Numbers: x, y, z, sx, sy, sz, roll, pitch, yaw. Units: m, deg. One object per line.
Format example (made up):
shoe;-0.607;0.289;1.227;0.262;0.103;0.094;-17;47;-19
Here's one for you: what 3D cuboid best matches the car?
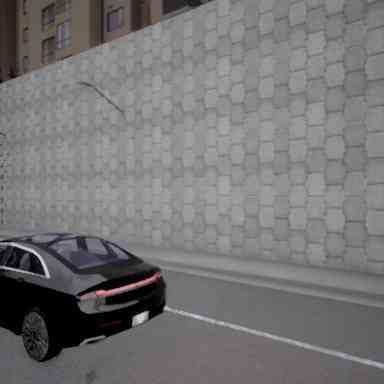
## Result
car;-2.669;1.488;5.899;4.902;1.511;2.128;0;0;35
